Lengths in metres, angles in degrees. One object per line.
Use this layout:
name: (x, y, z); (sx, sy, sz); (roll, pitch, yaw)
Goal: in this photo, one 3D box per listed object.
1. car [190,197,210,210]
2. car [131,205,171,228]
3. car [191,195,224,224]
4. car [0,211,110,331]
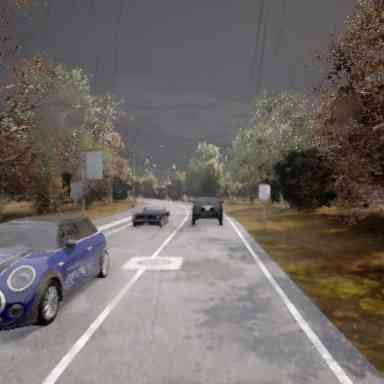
car: (0.970, 1.452, 42.761); (2.128, 1.511, 4.902); (1, 0, -3)
car: (-2.595, 1.571, 21.885); (1.895, 1.301, 4.718); (0, 0, 3)
car: (1.138, 1.190, 24.474); (2.150, 2.045, 5.566); (0, 0, 3)
car: (-3.351, 1.339, 7.094); (2.097, 1.767, 4.553); (0, 0, 3)
